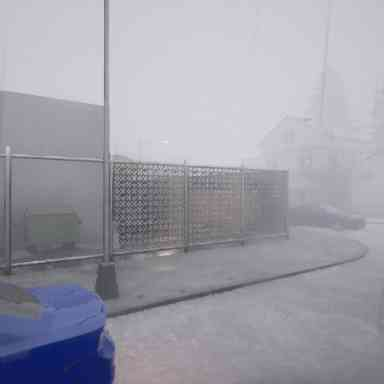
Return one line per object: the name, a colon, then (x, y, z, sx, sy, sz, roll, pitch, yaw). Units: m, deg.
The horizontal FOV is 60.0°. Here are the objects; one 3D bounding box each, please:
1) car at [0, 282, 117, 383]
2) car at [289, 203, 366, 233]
car: (-3.072, 1.477, 2.352, 5.008, 1.535, 1.882, 0, 0, -35)
car: (7.845, 1.478, 20.198, 1.882, 1.535, 5.008, 0, 0, -35)
